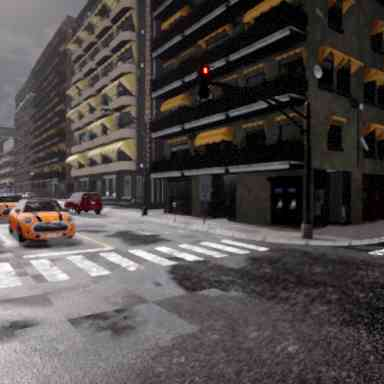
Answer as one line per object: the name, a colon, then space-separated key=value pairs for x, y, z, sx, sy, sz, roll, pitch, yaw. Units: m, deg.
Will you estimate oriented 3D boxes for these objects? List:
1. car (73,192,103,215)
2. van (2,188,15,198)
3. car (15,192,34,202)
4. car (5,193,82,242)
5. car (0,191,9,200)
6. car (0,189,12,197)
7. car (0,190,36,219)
car: x=-9.201 y=0.916 z=28.178 sx=2.192 sy=1.841 sz=5.009 roll=2 pitch=0 yaw=-36
van: x=-35.766 y=0.239 z=64.814 sx=1.690 sy=1.788 sz=3.998 roll=2 pitch=0 yaw=-36
car: x=-25.810 y=0.728 z=51.076 sx=1.947 sy=1.339 sz=4.313 roll=2 pitch=0 yaw=-36
car: x=-6.801 y=1.098 z=14.937 sx=2.097 sy=1.767 sz=4.553 roll=1 pitch=1 yaw=-35
car: x=-31.906 y=0.583 z=55.078 sx=2.033 sy=1.411 sz=5.357 roll=1 pitch=1 yaw=-38
car: x=-39.089 y=0.251 z=69.394 sx=1.967 sy=1.590 sz=4.097 roll=2 pitch=0 yaw=-36
car: x=-12.466 y=0.947 z=22.801 sx=2.097 sy=1.767 sz=4.553 roll=1 pitch=1 yaw=-36
